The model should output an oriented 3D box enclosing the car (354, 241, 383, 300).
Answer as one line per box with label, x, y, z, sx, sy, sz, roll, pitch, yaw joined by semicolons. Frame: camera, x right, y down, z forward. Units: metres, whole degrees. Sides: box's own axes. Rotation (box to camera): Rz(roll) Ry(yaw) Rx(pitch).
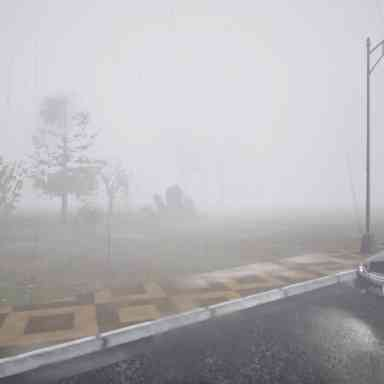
car;5.463;1.525;7.282;4.674;1.442;1.812;0;0;-36
